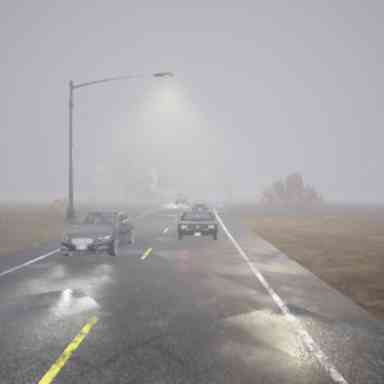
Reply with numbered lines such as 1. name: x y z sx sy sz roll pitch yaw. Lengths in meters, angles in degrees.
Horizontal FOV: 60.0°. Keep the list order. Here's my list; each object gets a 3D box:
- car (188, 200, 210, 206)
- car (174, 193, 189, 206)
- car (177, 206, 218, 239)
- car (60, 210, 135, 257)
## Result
1. car: 0.873 1.526 34.865 1.812 1.442 4.674 0 0 2
2. car: -1.634 1.213 55.761 2.150 2.045 5.566 0 0 4
3. car: 0.295 1.601 17.182 1.895 1.301 4.718 0 0 1
4. car: -3.471 1.490 13.020 2.128 1.511 4.902 0 0 1
